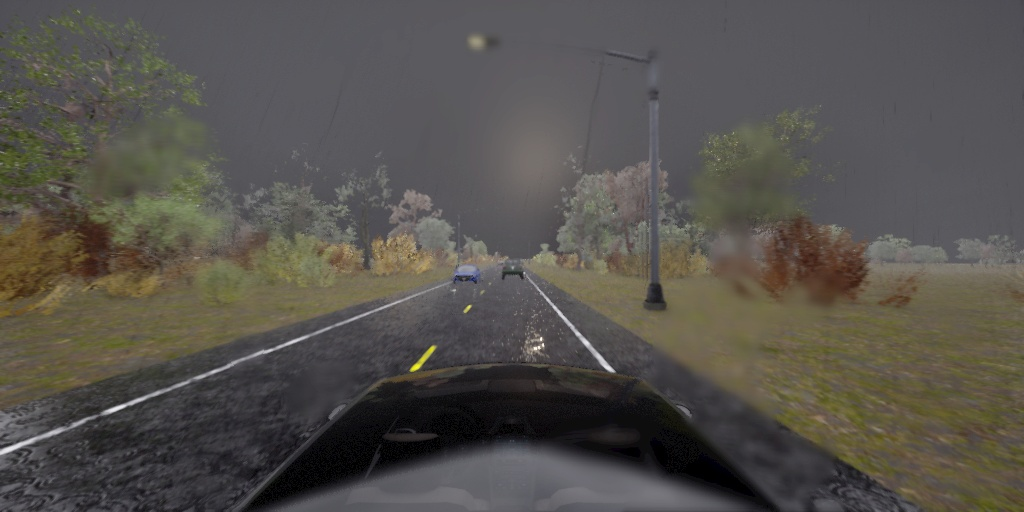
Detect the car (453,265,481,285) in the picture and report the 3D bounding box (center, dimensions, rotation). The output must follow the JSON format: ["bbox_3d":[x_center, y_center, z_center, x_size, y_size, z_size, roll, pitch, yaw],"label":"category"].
[{"bbox_3d":[-3.616,1.460,29.483,1.882,1.535,5.008,0,0,0],"label":"car"}]

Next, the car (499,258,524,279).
[{"bbox_3d":[0.065,1.264,37.219,2.150,2.045,5.566,0,0,0],"label":"car"}]
